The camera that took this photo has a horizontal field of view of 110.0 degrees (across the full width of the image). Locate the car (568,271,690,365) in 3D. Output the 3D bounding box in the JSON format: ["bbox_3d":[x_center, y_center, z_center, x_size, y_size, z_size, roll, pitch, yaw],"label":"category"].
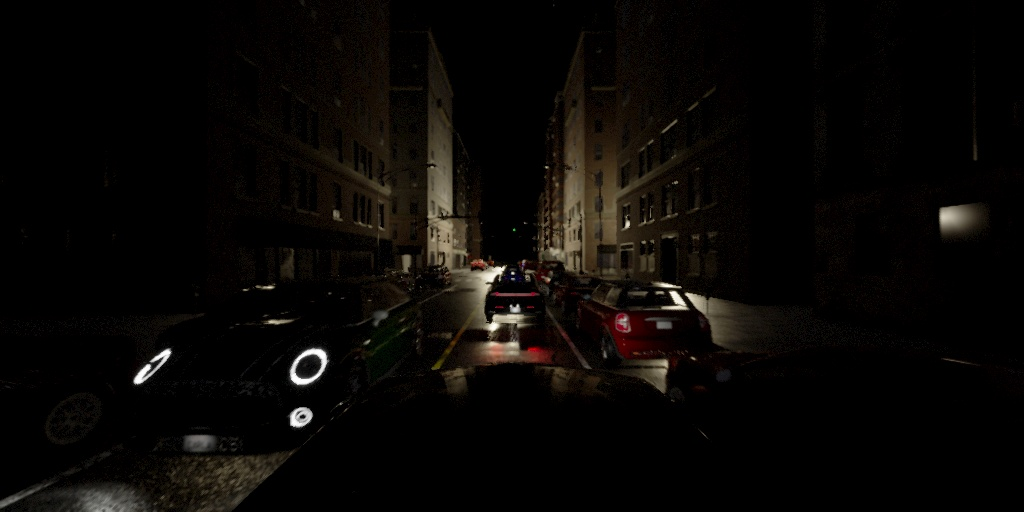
[{"bbox_3d":[2.633,1.240,8.133,1.967,1.591,4.097,0,0,0],"label":"car"}]

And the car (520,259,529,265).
[{"bbox_3d":[2.657,1.455,52.235,2.192,1.841,5.009,0,0,0],"label":"car"}]

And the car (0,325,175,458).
[{"bbox_3d":[-5.387,1.301,2.444,1.888,1.381,4.507,0,0,0],"label":"car"}]

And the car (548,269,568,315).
[{"bbox_3d":[2.628,1.389,13.815,1.888,1.381,4.507,0,0,0],"label":"car"}]

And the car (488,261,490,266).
[{"bbox_3d":[-5.470,1.791,63.234,1.948,1.339,4.313,0,0,0],"label":"car"}]

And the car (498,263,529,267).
[{"bbox_3d":[0.078,1.474,27.280,1.812,1.442,4.674,0,0,0],"label":"car"}]

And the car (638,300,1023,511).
[{"bbox_3d":[2.638,1.301,2.451,1.888,1.381,4.507,0,0,0],"label":"car"}]

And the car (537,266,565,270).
[{"bbox_3d":[2.623,1.438,19.497,2.007,1.370,4.403,0,0,0],"label":"car"}]

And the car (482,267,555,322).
[{"bbox_3d":[0.092,1.327,12.604,2.128,1.511,4.902,0,0,0],"label":"car"}]

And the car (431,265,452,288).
[{"bbox_3d":[-5.407,1.372,25.172,1.967,1.591,4.097,0,0,0],"label":"car"}]

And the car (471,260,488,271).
[{"bbox_3d":[-5.467,1.498,57.730,2.192,1.841,5.009,0,0,0],"label":"car"}]

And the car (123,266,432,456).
[{"bbox_3d":[-2.851,1.132,5.515,2.097,1.767,4.553,0,0,0],"label":"car"}]

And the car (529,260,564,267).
[{"bbox_3d":[2.618,1.247,25.179,2.192,1.841,5.009,0,0,0],"label":"car"}]
